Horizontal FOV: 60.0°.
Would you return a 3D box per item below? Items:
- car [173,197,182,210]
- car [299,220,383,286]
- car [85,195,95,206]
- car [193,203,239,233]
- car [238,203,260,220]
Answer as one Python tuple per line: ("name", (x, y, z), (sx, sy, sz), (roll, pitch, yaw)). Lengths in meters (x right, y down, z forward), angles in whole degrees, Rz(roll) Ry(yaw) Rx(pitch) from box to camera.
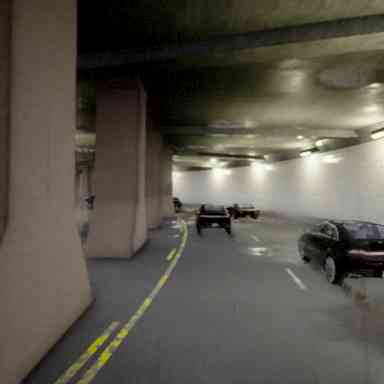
("car", (-2.741, 1.326, 40.392), (1.837, 1.490, 4.892), (2, 0, -22))
("car", (4.426, 1.541, 9.493), (2.128, 1.511, 4.902), (1, 0, 5))
("car", (-12.400, 1.143, 43.276), (1.837, 1.490, 4.892), (2, 0, -36))
("car", (1.137, 1.451, 19.411), (2.128, 1.511, 4.902), (1, 0, -1))
("car", (4.071, 1.585, 27.902), (1.895, 1.301, 4.718), (1, 0, -7))
